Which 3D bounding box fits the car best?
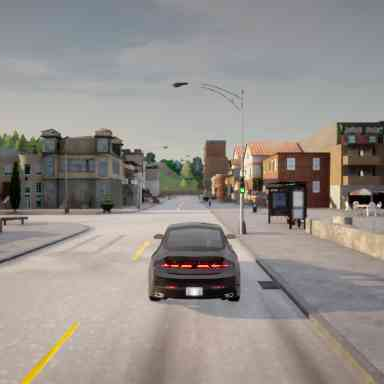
[{"bbox_3d":[0.064,1.505,8.290,1.837,1.490,4.892,0,0,1],"label":"car"}]
